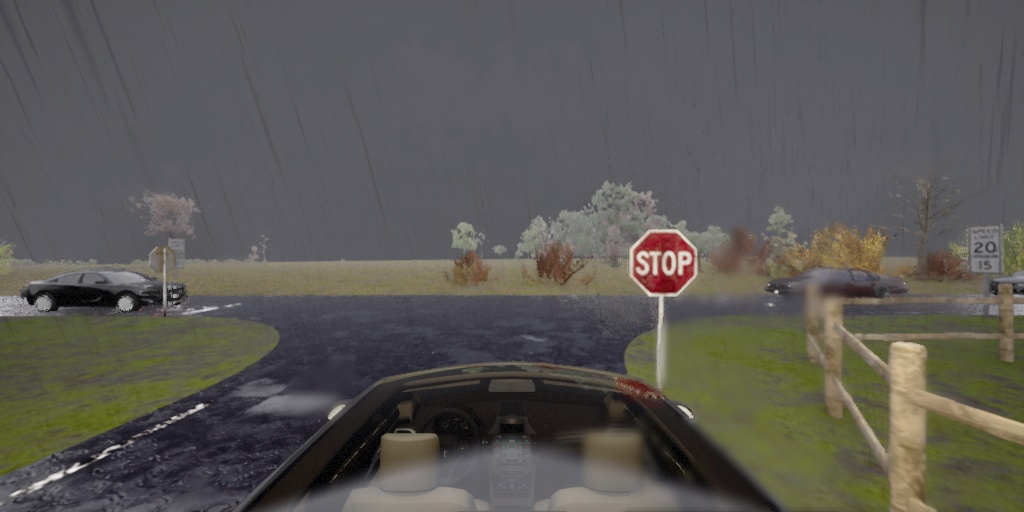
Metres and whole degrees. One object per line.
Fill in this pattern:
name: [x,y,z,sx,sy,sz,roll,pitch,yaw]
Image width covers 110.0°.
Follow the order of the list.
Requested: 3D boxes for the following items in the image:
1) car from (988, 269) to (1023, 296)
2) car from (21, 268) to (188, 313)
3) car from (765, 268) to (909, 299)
car: [25.021,1.204,16.499,4.892,1.490,1.837,0,0,1]
car: [-15.442,1.276,13.843,5.008,1.535,1.882,0,0,2]
car: [14.909,1.268,16.590,5.357,1.411,2.033,0,0,0]
